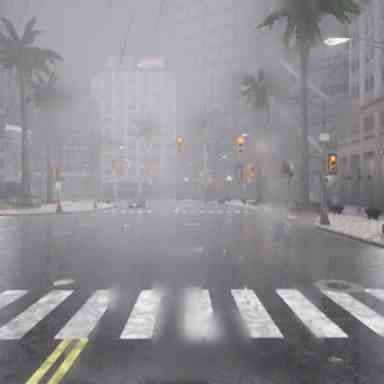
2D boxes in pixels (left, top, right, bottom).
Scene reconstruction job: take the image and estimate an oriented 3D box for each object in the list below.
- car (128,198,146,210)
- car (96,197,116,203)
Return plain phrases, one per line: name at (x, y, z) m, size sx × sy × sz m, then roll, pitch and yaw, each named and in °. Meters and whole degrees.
car at (-7.093, 1.489, 43.426) m, size 2.128 × 1.511 × 4.902 m, roll 0°, pitch 0°, yaw -1°
car at (-17.541, 1.583, 68.106) m, size 4.718 × 1.301 × 1.895 m, roll 0°, pitch 0°, yaw 41°
